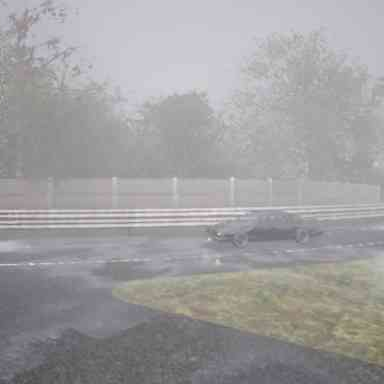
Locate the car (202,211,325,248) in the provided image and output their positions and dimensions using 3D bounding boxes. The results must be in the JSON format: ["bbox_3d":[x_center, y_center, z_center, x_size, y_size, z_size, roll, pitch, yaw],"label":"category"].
[{"bbox_3d":[3.193,1.536,14.596,5.357,1.411,2.033,0,0,-20],"label":"car"}]
